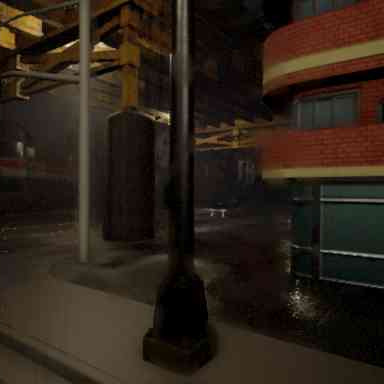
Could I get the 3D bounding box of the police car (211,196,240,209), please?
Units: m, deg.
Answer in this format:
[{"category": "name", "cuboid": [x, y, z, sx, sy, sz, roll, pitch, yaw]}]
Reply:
[{"category": "police car", "cuboid": [4.206, 1.321, 42.628, 2.038, 1.542, 4.974, 1, 1, 35]}]
